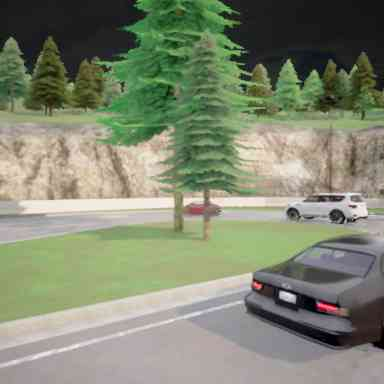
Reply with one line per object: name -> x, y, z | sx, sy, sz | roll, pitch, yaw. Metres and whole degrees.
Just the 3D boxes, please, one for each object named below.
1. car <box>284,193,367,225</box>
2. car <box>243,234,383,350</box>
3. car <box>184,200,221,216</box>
car -> 9.251, 1.089, 23.394 | 2.150, 2.045, 5.566 | 1, -1, -39
car -> 3.383, 1.510, 6.134 | 5.357, 1.411, 2.033 | 0, 0, -36
car -> 0.495, 1.432, 29.858 | 4.181, 1.385, 1.994 | 0, 0, -3
